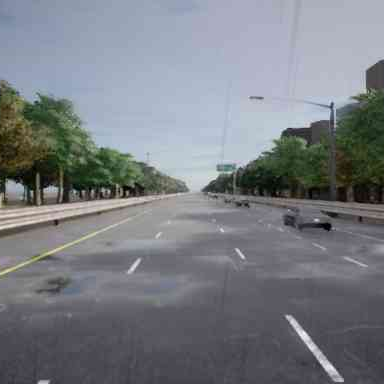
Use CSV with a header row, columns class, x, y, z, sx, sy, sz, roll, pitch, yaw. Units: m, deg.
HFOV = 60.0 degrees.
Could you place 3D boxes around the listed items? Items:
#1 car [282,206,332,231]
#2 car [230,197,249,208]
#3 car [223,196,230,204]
class,x,y,z,sx,sy,sz,roll,pitch,yaw
car,7.023,1.571,20.735,1.994,1.385,4.181,0,0,0
car,7.126,1.533,48.406,1.837,1.490,4.892,0,0,0
car,7.234,1.589,66.074,2.033,1.411,5.357,0,0,0
